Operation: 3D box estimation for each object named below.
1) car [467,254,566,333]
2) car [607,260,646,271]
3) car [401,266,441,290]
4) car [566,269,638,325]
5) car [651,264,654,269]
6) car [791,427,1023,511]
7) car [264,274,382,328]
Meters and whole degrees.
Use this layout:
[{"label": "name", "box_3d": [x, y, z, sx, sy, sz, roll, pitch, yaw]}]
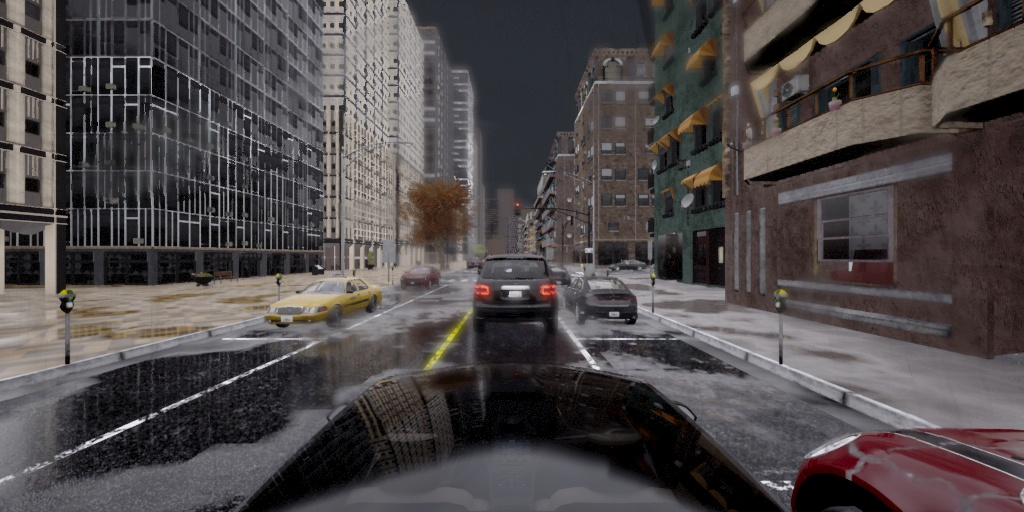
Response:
[{"label": "car", "box_3d": [0.097, 0.972, 10.904, 2.150, 2.045, 5.566, 0, 0, 0]}, {"label": "car", "box_3d": [13.466, 1.109, 42.098, 4.403, 1.370, 2.007, 0, 0, -1]}, {"label": "car", "box_3d": [-5.676, 1.300, 22.698, 1.888, 1.381, 4.507, 0, 0, 0]}, {"label": "car", "box_3d": [2.696, 1.301, 11.625, 2.007, 1.370, 4.403, 0, 0, 0]}, {"label": "car", "box_3d": [18.863, 1.006, 42.149, 4.829, 1.417, 1.751, 0, 0, -1]}, {"label": "car", "box_3d": [2.686, 1.190, 0.560, 1.967, 1.591, 4.097, 0, 0, 0]}, {"label": "car", "box_3d": [-5.685, 1.276, 11.462, 1.751, 1.417, 4.829, 0, 0, 0]}]
